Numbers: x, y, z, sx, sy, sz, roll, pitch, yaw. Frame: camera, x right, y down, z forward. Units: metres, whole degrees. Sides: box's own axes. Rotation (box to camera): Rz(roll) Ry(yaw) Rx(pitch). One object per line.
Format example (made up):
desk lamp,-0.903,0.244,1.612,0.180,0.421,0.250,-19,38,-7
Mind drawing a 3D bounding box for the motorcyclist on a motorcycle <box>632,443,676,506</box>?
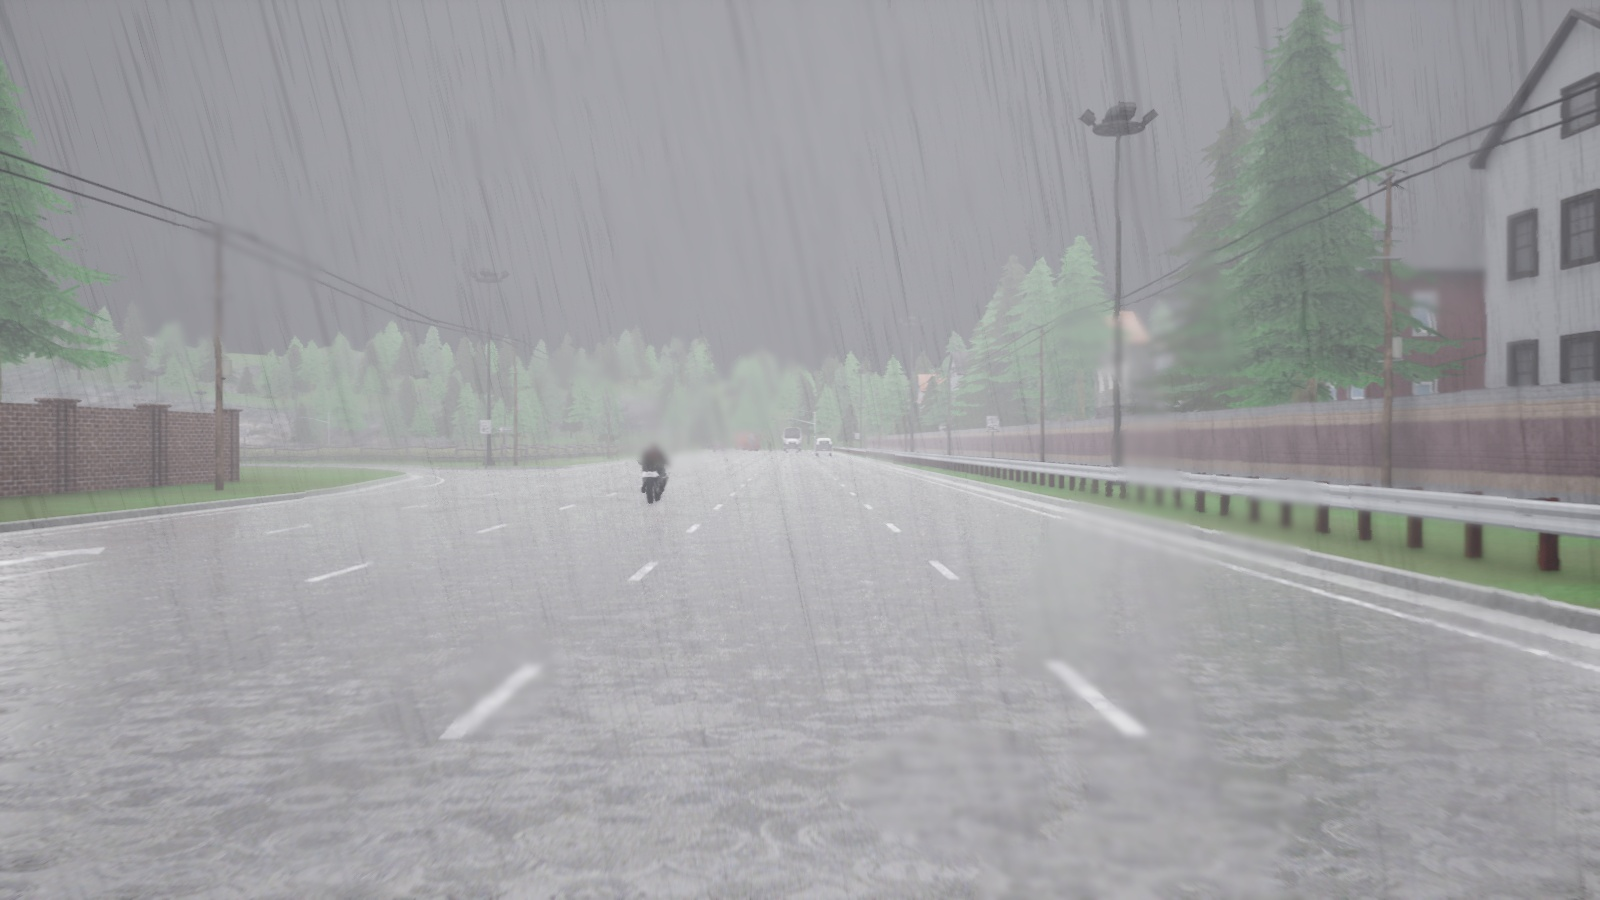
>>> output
motorcyclist on a motorcycle,-3.661,0.601,31.677,0.866,1.530,2.191,0,0,0
